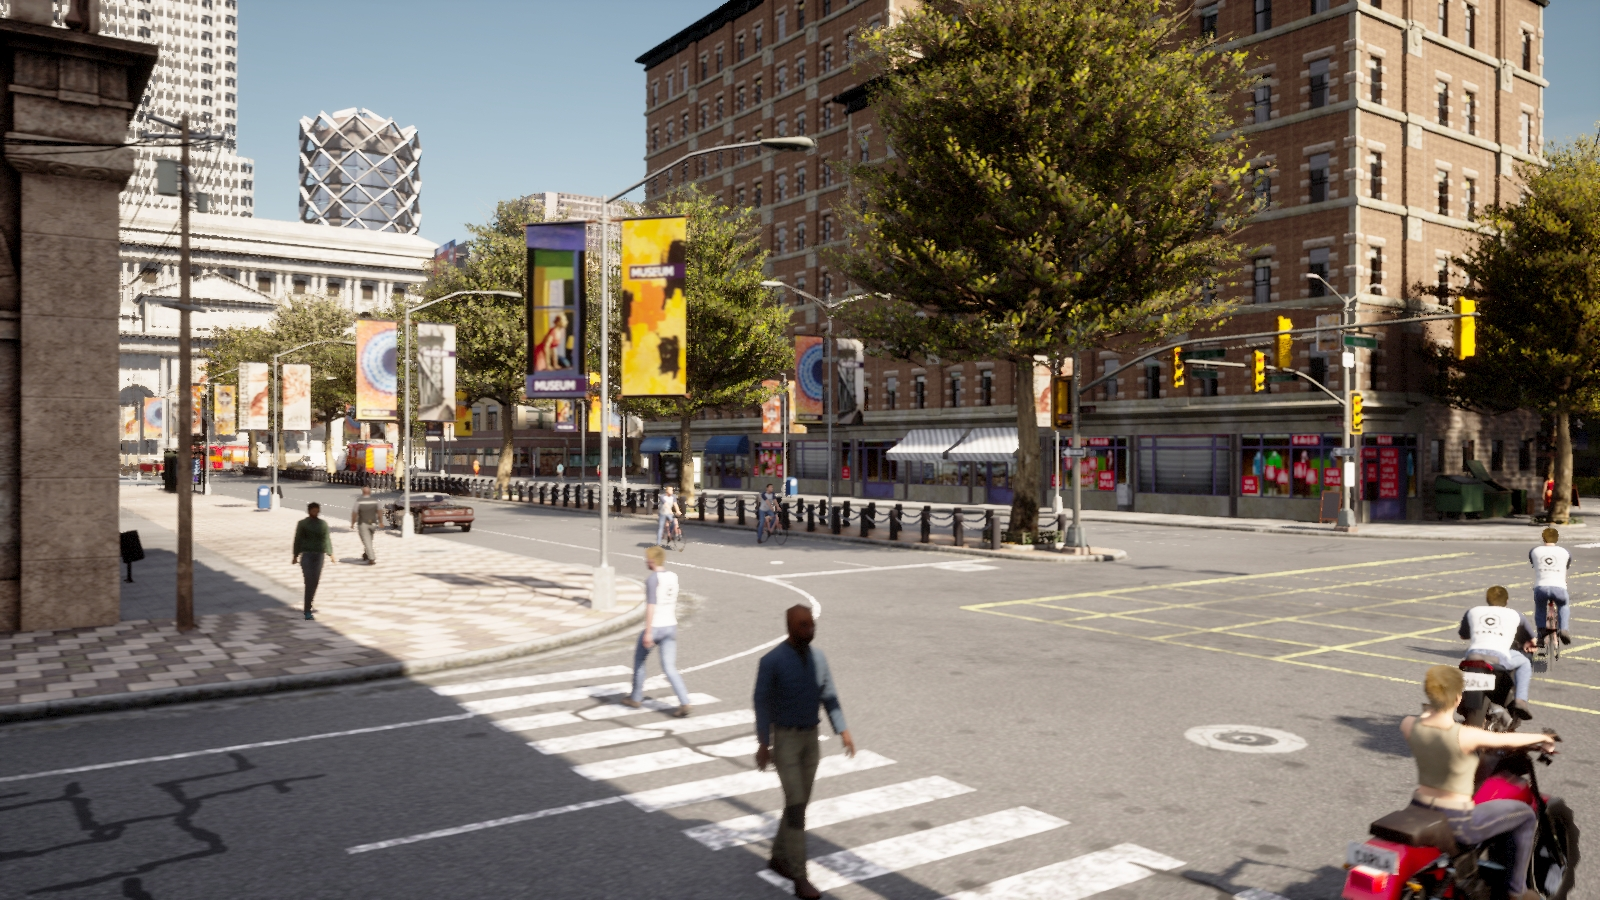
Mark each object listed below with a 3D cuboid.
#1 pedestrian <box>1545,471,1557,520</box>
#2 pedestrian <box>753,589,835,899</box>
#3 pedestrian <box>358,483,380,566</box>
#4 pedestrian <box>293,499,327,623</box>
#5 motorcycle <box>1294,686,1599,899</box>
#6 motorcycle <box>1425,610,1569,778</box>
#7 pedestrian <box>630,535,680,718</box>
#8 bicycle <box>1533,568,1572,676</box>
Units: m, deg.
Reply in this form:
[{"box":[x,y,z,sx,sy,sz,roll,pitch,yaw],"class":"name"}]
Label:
[{"box":[28.742,1.722,43.721,0.375,1.860,0.375,0,0,36],"class":"pedestrian"},{"box":[-0.040,1.851,7.285,0.375,1.860,0.375,0,0,-34],"class":"pedestrian"},{"box":[-9.884,1.701,26.193,0.375,1.860,0.375,0,0,-36],"class":"pedestrian"},{"box":[-7.547,1.699,17.604,0.375,1.860,0.375,0,0,-43],"class":"pedestrian"},{"box":[3.826,2.174,6.476,2.356,1.277,0.764,0,0,-35],"class":"motorcycle"},{"box":[6.578,2.220,10.737,0.803,1.145,2.033,-1,-1,41],"class":"motorcycle"},{"box":[-1.541,1.852,12.136,0.375,1.860,0.375,0,0,36],"class":"pedestrian"},{"box":[9.877,2.216,14.989,0.373,1.196,1.643,-1,-1,34],"class":"bicycle"}]
